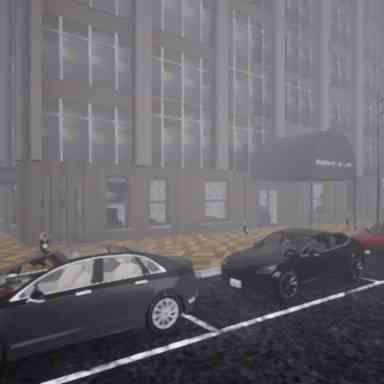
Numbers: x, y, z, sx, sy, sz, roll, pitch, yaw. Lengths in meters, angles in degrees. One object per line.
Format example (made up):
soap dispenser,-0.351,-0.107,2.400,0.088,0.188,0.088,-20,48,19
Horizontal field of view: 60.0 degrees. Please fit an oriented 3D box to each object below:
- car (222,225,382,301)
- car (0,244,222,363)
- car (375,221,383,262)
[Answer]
car,2.726,1.634,8.514,4.313,1.339,1.947,1,-1,-36
car,-1.900,1.564,5.214,4.403,1.369,2.008,1,-1,-36
car,7.353,1.669,11.816,4.507,1.381,1.887,1,-1,-36
